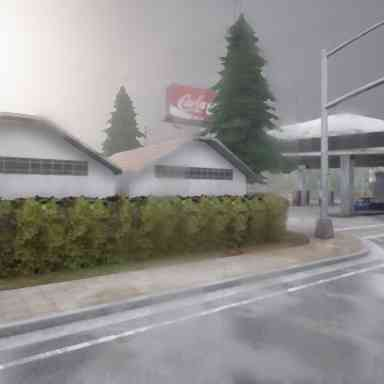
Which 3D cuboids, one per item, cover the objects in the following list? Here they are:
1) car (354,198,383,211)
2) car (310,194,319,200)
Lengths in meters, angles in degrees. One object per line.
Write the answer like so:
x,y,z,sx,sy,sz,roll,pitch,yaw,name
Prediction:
21.164,1.493,39.539,4.611,1.667,2.242,0,0,-36,car
32.248,1.356,89.028,2.152,1.636,5.027,0,0,-36,car
